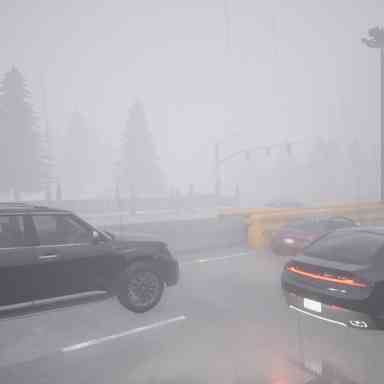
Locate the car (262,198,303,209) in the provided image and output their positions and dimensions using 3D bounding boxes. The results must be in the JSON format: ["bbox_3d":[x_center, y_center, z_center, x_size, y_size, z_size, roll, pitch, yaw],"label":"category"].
[{"bbox_3d":[8.630,1.251,31.471,1.895,1.301,4.718,0,1,45],"label":"car"}]

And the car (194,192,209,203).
[{"bbox_3d":[2.255,1.081,53.585,2.033,1.411,5.357,-1,1,-35],"label":"car"}]

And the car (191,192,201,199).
[{"bbox_3d":[1.044,0.836,76.658,2.128,1.511,4.902,-1,1,3],"label":"car"}]

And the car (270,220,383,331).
[{"bbox_3d":[3.798,1.435,6.456,4.892,1.490,1.837,-1,1,-35],"label":"car"}]

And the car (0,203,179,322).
[{"bbox_3d":[-2.922,1.217,5.961,5.566,2.045,2.150,0,0,-36],"label":"car"}]

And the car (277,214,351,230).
[{"bbox_3d":[4.610,1.441,11.324,4.181,1.385,1.994,-1,1,-35],"label":"car"}]
